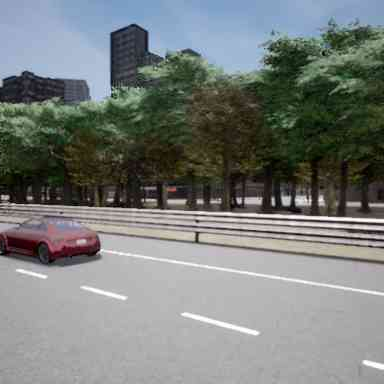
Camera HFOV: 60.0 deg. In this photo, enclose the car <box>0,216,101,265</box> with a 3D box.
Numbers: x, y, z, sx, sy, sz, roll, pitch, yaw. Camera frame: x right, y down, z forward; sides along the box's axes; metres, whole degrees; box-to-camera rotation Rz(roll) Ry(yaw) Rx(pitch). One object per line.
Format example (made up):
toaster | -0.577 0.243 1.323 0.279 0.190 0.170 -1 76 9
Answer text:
car | -5.190 1.571 11.877 4.181 1.385 1.994 0 0 36
